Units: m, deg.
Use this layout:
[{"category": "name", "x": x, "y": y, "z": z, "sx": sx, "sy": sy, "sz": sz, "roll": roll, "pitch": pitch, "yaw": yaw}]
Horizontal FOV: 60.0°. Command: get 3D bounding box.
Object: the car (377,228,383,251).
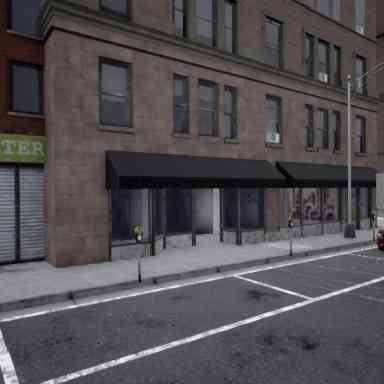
[{"category": "car", "x": 8.899, "y": 1.541, "z": 12.894, "sx": 4.507, "sy": 1.381, "sz": 1.887, "roll": 0, "pitch": -1, "yaw": -36}]
